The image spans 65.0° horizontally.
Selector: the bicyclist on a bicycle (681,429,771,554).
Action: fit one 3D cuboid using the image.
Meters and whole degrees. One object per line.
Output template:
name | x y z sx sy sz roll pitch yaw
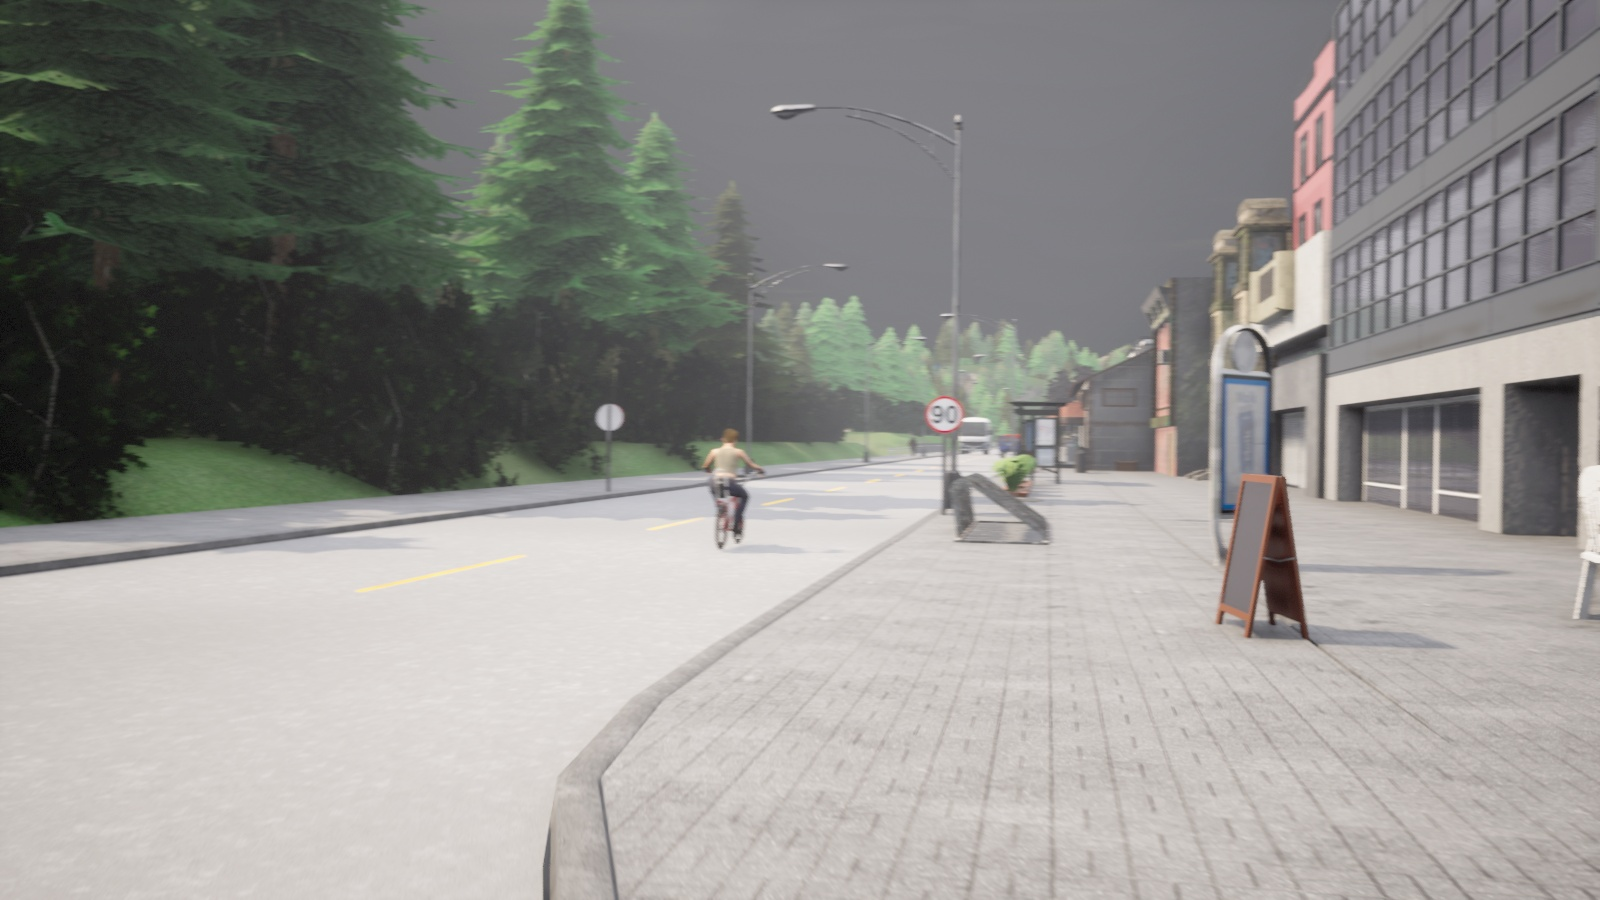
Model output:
bicyclist on a bicycle | -0.977 0.531 17.016 0.866 1.612 1.509 0 0 11
